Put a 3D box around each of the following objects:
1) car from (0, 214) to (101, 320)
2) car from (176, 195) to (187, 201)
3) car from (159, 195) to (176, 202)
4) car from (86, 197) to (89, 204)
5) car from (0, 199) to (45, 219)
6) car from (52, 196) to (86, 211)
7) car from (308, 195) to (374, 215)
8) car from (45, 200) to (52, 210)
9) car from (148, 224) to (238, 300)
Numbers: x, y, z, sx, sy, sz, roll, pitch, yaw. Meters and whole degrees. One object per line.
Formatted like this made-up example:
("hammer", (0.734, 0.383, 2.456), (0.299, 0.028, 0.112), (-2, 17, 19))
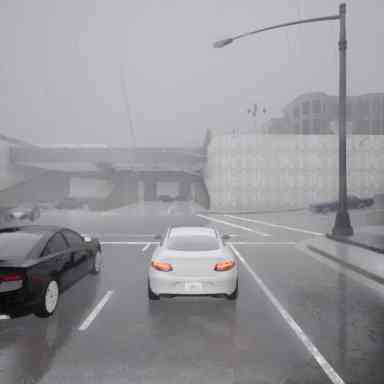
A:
("car", (-3.480, 1.478, 7.467), (1.882, 1.535, 5.008), (0, 0, 0))
("car", (-2.916, 1.552, 83.875), (1.994, 1.385, 4.181), (0, 0, 27))
("car", (-5.394, 1.553, 74.350), (1.994, 1.385, 4.181), (0, 0, 5))
("car", (-19.198, 1.547, 59.005), (2.033, 1.411, 5.357), (0, 0, -2))
("car", (-13.165, 1.491, 26.041), (2.128, 1.511, 4.902), (0, 0, -18))
("car", (-15.116, 1.351, 41.256), (2.097, 1.767, 4.553), (0, 0, -2))
("car", (12.034, 1.012, 27.133), (4.718, 1.301, 1.895), (-6, 0, -1))
("car", (-18.643, 1.601, 41.805), (1.895, 1.301, 4.718), (0, 0, -2))
("car", (0.013, 1.526, 8.268), (1.812, 1.442, 4.674), (0, 0, 0))
